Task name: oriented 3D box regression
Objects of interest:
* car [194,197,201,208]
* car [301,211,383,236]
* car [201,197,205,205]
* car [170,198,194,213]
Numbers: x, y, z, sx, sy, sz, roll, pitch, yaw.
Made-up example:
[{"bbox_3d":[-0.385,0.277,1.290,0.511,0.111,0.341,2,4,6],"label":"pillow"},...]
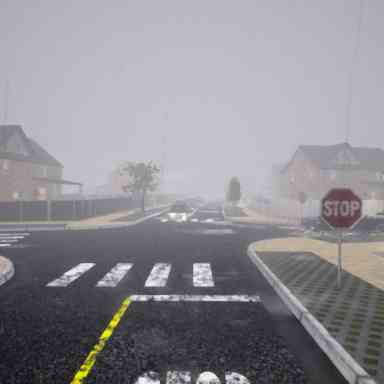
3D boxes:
[{"bbox_3d":[-0.273,1.541,47.915,2.033,1.411,5.357,0,0,6],"label":"car"},{"bbox_3d":[8.724,1.696,18.831,4.718,1.301,1.895,1,0,-15],"label":"car"},{"bbox_3d":[1.372,1.542,61.326,2.033,1.411,5.357,0,0,8],"label":"car"},{"bbox_3d":[-1.250,1.559,37.350,1.994,1.385,4.181,0,0,5],"label":"car"}]
